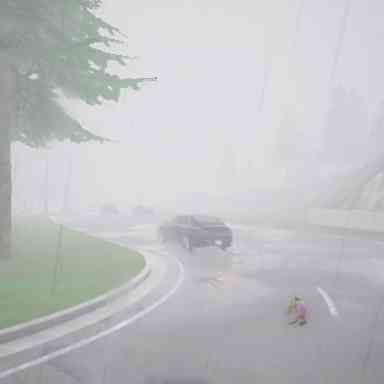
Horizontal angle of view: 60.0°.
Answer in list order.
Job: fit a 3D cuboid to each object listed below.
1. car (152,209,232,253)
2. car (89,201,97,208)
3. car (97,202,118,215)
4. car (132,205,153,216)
[{"bbox_3d":[-0.022,1.739,15.106,1.837,1.490,4.892,3,-2,-26],"label":"car"},{"bbox_3d":[-21.049,2.611,71.428,1.994,1.385,4.181,0,-1,-19],"label":"car"},{"bbox_3d":[-10.792,2.148,43.029,1.837,1.490,4.892,0,0,-21],"label":"car"},{"bbox_3d":[-5.958,2.207,40.166,1.895,1.301,4.718,0,-1,-22],"label":"car"}]
